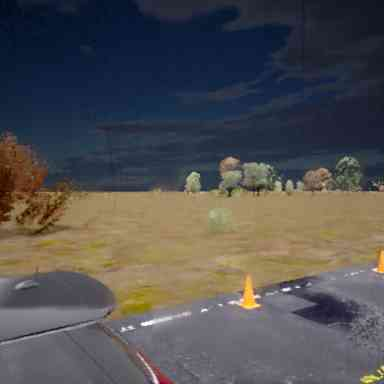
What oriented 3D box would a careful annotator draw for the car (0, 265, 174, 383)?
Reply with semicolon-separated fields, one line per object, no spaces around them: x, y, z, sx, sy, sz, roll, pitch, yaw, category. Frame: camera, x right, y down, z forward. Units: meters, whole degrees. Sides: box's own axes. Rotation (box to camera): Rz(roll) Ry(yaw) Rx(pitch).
-2.154;1.346;1.297;4.553;1.767;2.097;0;0;-35;car

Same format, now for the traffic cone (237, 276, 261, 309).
1.120;1.947;6.565;0.340;0.580;0.340;0;0;-34;traffic cone

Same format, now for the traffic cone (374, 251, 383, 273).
5.356;1.950;9.344;0.340;0.580;0.340;0;0;-33;traffic cone
